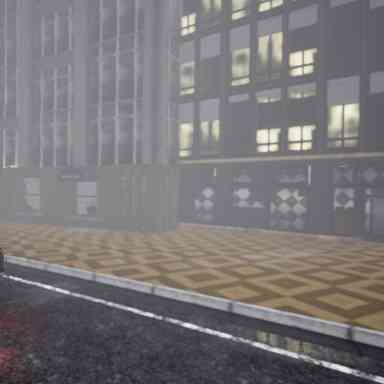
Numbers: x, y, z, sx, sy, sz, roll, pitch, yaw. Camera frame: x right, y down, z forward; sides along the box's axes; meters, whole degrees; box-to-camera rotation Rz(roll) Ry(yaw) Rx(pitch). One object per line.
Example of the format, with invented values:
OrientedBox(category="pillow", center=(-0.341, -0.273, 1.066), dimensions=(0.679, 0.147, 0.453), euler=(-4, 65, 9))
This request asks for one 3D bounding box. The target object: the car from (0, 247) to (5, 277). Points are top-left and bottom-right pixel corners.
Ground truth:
OrientedBox(category="car", center=(-6.397, 1.481, 7.862), dimensions=(4.902, 1.511, 2.128), euler=(0, 0, 33))
